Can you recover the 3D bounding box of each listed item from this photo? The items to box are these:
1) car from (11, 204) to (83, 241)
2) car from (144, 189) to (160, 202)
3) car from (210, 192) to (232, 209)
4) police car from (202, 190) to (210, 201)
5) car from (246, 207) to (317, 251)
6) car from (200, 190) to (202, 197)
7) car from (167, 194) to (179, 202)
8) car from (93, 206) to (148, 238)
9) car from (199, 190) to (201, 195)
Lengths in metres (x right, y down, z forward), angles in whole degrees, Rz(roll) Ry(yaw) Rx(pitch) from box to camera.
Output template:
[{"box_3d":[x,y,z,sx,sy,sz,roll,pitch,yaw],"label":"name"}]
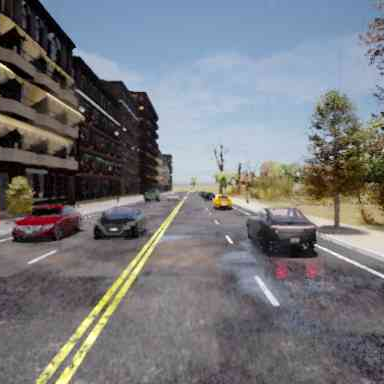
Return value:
[{"box_3d":[-6.597,1.342,15.764,1.812,1.442,4.674,0,1,0],"label":"car"},{"box_3d":[-6.544,0.602,55.415,2.150,2.045,5.566,0,1,1],"label":"car"},{"box_3d":[3.346,1.050,37.102,1.882,1.535,5.008,0,0,0],"label":"car"},{"box_3d":[3.243,0.747,58.989,1.930,1.638,5.238,0,1,0],"label":"police car"},{"box_3d":[3.348,1.336,13.221,2.128,1.511,4.902,0,1,0],"label":"car"},{"box_3d":[3.242,0.701,69.880,1.837,1.490,4.892,0,1,0],"label":"car"},{"box_3d":[-3.289,0.947,56.885,1.895,1.301,4.718,0,1,1],"label":"car"},{"box_3d":[-3.345,1.376,16.171,1.994,1.385,4.181,0,1,0],"label":"car"},{"box_3d":[3.241,0.576,80.880,1.837,1.490,4.892,0,1,0],"label":"car"}]
